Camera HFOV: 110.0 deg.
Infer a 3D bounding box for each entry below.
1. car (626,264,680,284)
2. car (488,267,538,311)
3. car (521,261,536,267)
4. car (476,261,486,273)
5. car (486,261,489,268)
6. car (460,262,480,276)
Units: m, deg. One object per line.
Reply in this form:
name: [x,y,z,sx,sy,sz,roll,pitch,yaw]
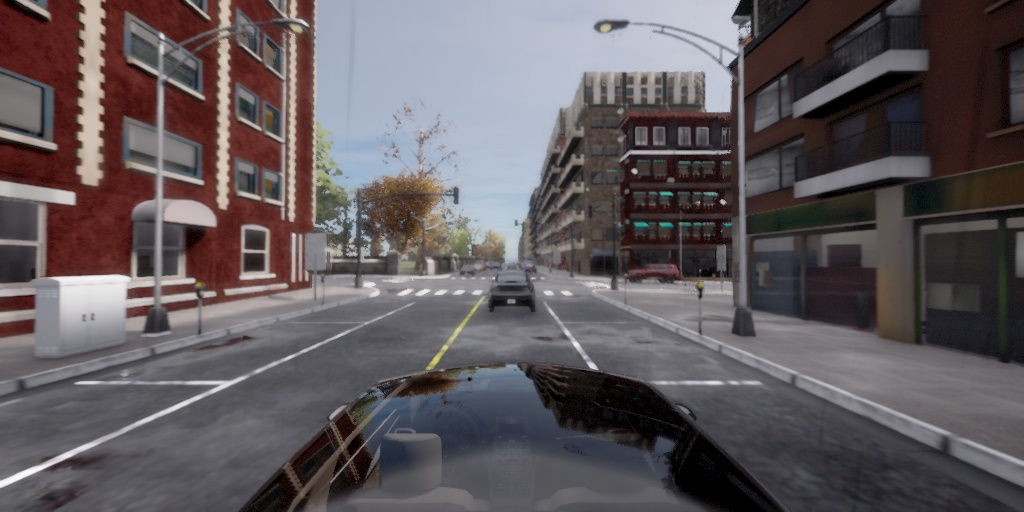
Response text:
car: [13.438,1.701,34.422,5.009,1.841,2.192,0,0,-1]
car: [0.054,1.401,15.347,1.837,1.490,4.892,0,0,2]
car: [2.674,1.855,52.391,1.888,1.381,4.507,0,0,0]
car: [-5.708,1.902,57.849,1.751,1.417,4.829,0,0,0]
car: [-5.711,1.758,63.648,2.192,1.841,5.009,0,0,0]
car: [-5.705,1.811,46.759,1.948,1.339,4.313,0,0,0]
